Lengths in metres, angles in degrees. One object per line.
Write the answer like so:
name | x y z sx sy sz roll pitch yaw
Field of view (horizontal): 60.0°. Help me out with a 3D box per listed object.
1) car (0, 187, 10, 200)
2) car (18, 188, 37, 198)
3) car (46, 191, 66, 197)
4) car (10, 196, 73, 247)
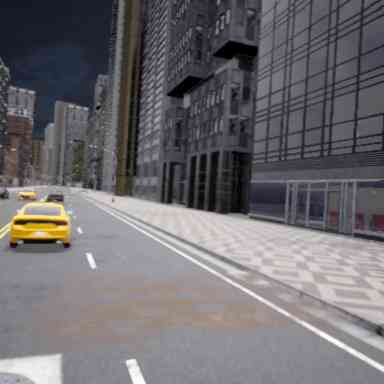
car | -24.004 0.090 41.392 1.882 1.535 5.008 4 0 -21
car | -20.984 0.275 42.576 1.882 1.535 5.008 4 0 -21
car | -15.717 0.619 38.414 1.837 1.490 4.892 4 0 -21
car | -5.809 1.151 13.093 1.882 1.535 5.008 4 0 -21
